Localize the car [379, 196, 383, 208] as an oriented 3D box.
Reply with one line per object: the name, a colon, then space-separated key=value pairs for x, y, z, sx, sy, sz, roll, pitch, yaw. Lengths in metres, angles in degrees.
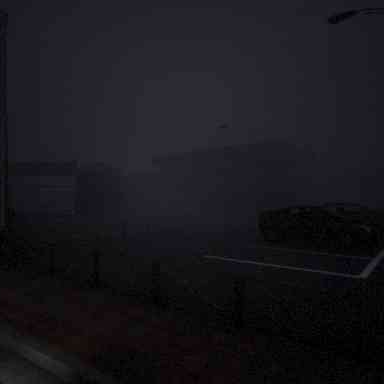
car: x=26.893 y=1.357 z=43.765 sx=3.806 sy=1.475 sz=1.970 roll=0 pitch=0 yaw=36

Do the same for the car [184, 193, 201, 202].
car: x=0.159 y=1.261 z=73.391 sx=1.905 sy=1.878 sz=3.866 roll=0 pitch=0 yaw=36

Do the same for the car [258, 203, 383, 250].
car: x=4.962 y=1.335 z=13.477 sx=4.514 sy=1.523 sz=2.007 roll=0 pitch=0 yaw=36

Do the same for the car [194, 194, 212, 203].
car: x=2.182 y=1.435 z=66.552 sx=2.242 sy=1.667 sz=4.611 roll=0 pitch=0 yaw=36

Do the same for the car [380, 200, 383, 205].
car: x=6.766 y=1.326 z=16.043 sx=5.027 sy=1.636 sz=2.152 roll=0 pitch=0 yaw=36
